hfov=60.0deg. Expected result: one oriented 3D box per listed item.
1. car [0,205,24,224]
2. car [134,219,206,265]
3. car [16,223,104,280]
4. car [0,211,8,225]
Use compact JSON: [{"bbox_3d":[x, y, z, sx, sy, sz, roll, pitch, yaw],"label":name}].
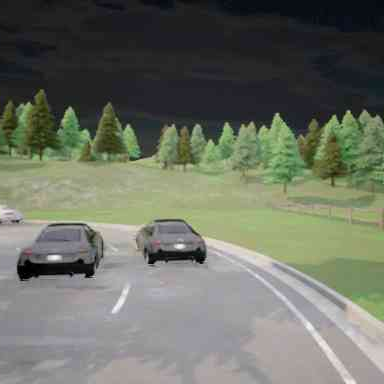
[{"bbox_3d":[-14.921,1.704,24.900,4.674,1.442,1.812,0,-1,15],"label":"car"},{"bbox_3d":[-0.918,1.674,12.273,1.994,1.385,4.181,0,0,-16],"label":"car"},{"bbox_3d":[-3.884,1.647,10.367,1.994,1.385,4.181,0,-1,-12],"label":"car"},{"bbox_3d":[-7.382,1.544,9.832,1.882,1.535,5.008,1,-1,-13],"label":"car"}]
